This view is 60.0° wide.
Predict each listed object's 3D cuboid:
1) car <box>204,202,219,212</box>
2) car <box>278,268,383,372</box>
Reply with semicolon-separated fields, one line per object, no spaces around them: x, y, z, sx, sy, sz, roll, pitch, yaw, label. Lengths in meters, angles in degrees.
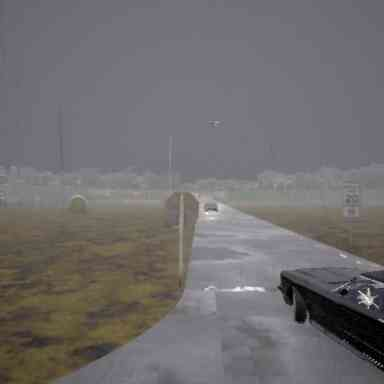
2.813;2.168;48.300;2.033;1.411;5.357;1;-1;2;car
3.069;1.761;4.733;1.895;1.301;4.718;1;-1;-12;car
